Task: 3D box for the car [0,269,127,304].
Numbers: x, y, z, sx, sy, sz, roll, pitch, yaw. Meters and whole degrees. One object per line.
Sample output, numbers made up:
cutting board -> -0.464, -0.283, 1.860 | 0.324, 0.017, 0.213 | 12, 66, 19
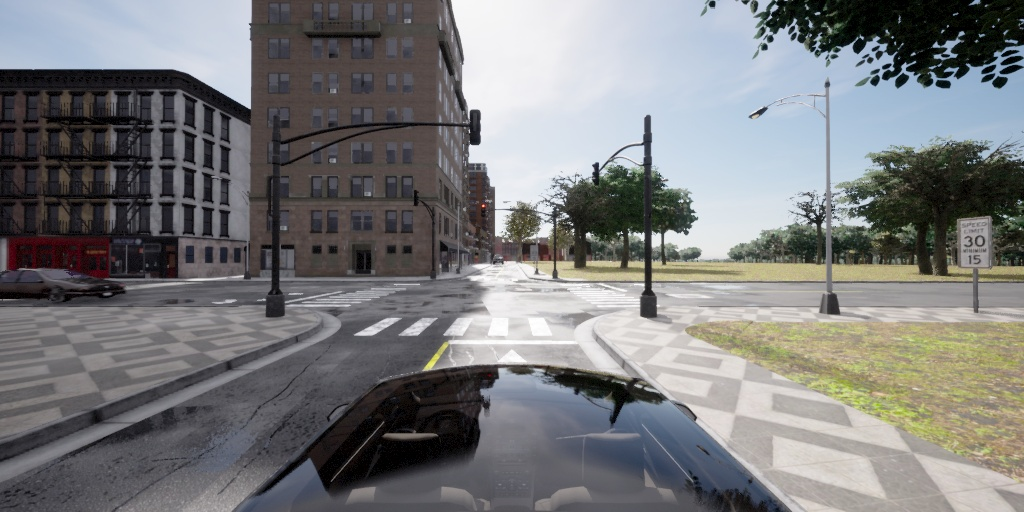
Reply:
car -> -20.078, 1.249, 15.437 | 5.357, 1.411, 2.033 | 0, -1, 0
